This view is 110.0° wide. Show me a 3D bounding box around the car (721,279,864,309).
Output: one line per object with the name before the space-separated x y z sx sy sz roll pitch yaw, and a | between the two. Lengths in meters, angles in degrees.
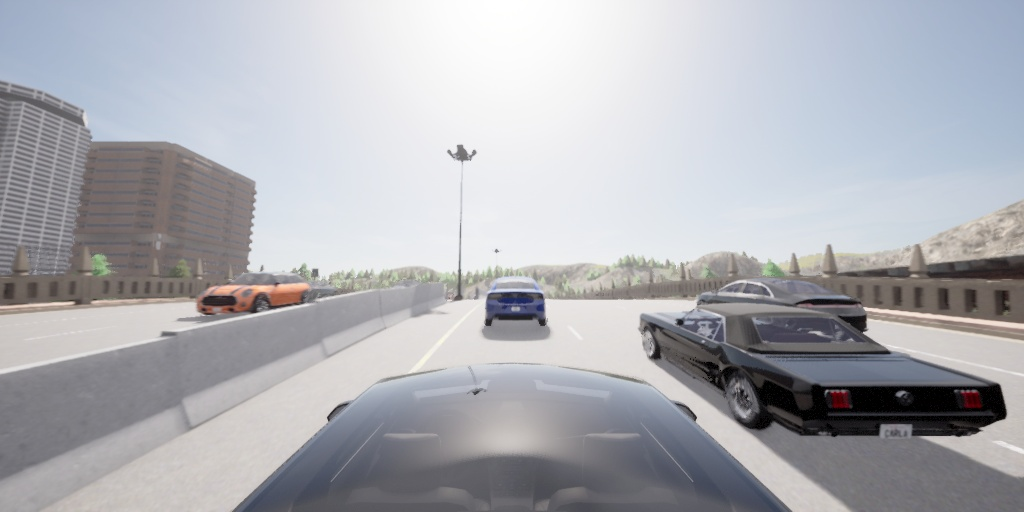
car | 7.106 1.388 10.170 2.128 1.511 4.902 0 -2 0

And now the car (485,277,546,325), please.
car | 0.109 1.475 12.782 1.882 1.535 5.008 0 -2 0

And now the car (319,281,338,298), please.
car | -14.078 2.442 25.341 1.994 1.385 4.181 0 -6 0

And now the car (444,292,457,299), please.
car | -10.496 6.770 60.319 2.097 1.767 4.553 0 -8 1

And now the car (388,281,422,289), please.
car | -7.079 2.363 24.516 1.994 1.385 4.181 0 -5 0

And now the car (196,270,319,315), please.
car | -10.589 1.459 15.149 2.097 1.767 4.553 0 -3 0

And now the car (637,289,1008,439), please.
car | 3.604 1.389 5.584 1.895 1.301 4.718 0 -1 0
